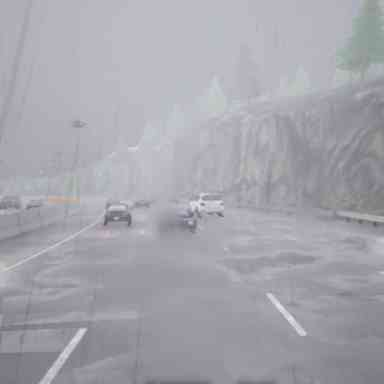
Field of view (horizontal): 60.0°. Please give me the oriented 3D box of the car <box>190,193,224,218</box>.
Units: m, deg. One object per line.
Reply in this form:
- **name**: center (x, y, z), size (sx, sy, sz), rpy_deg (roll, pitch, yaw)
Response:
- **car**: center (1.170, 1.125, 29.120), size (2.150, 2.045, 5.566), rpy_deg (0, 0, -11)

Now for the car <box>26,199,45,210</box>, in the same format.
- **car**: center (-21.514, 1.717, 45.910), size (2.033, 1.411, 5.357), rpy_deg (-1, 0, -18)

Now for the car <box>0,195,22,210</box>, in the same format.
- **car**: center (-25.796, 1.447, 47.592), size (2.150, 2.045, 5.566), rpy_deg (-1, 0, -19)

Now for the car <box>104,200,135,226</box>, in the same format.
- **car**: center (-5.223, 1.531, 23.785), size (1.812, 1.442, 4.674), rpy_deg (-1, 0, -9)

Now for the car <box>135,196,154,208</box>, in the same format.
- **car**: center (-7.396, 1.461, 48.096), size (2.128, 1.511, 4.902), rpy_deg (-1, 0, -17)

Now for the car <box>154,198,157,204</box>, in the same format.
- **car**: center (-7.749, 1.488, 59.964), size (2.033, 1.411, 5.357), rpy_deg (-1, 0, -23)

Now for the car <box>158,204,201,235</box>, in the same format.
- **car**: center (-0.924, 1.562, 18.495), size (1.895, 1.301, 4.718), rpy_deg (-1, 0, -7)

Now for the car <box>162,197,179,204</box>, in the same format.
- **car**: center (-3.980, 1.489, 60.067), size (1.895, 1.301, 4.718), rpy_deg (-1, 0, -22)

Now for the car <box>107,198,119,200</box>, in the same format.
- **car**: center (-12.211, 1.590, 51.458), size (1.994, 1.385, 4.181), rpy_deg (-1, 0, -19)
